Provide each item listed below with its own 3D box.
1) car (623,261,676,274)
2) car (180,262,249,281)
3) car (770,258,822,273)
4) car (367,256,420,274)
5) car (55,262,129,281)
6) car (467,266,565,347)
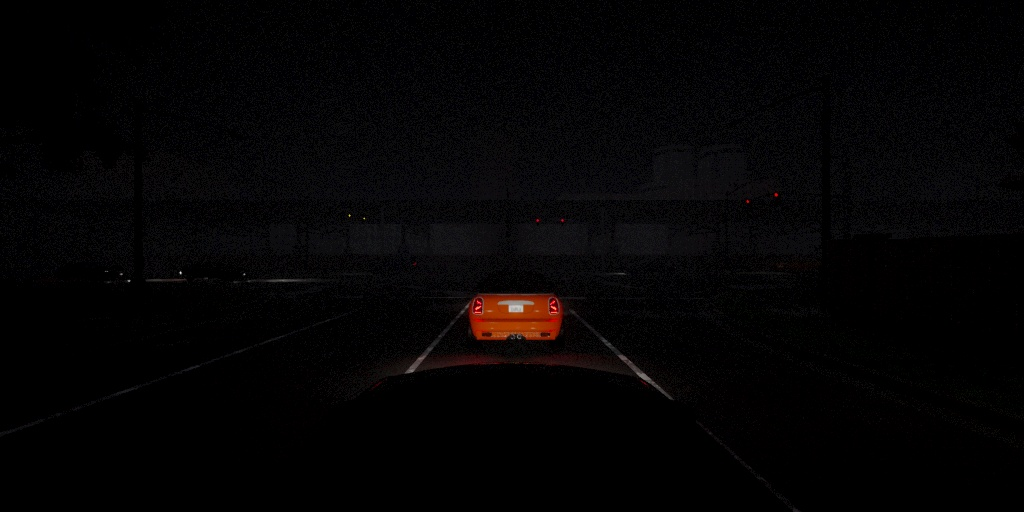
[{"bbox_3d":[15.014,1.239,39.242,5.357,1.411,2.033,0,0,1],"label":"car"},{"bbox_3d":[-24.460,1.242,29.537,4.902,1.511,2.128,0,0,1],"label":"car"},{"bbox_3d":[30.776,1.008,38.846,5.008,1.535,1.882,-1,0,1],"label":"car"},{"bbox_3d":[-13.100,0.971,39.935,5.566,2.045,2.150,0,0,1],"label":"car"},{"bbox_3d":[-34.853,1.242,29.842,4.902,1.511,2.128,0,0,2],"label":"car"},{"bbox_3d":[0.081,1.103,9.502,2.097,1.767,4.553,0,0,0],"label":"car"}]
